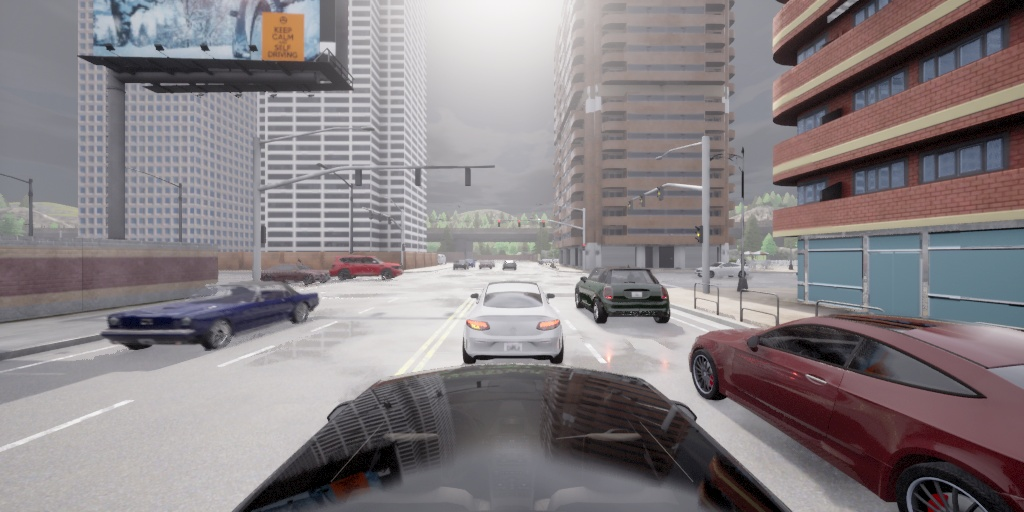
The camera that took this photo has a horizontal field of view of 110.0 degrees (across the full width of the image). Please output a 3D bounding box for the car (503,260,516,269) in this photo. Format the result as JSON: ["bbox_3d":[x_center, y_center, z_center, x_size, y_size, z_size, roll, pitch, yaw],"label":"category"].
[{"bbox_3d":[-0.368,1.313,54.698,1.994,1.385,4.181,0,0,0],"label":"car"}]

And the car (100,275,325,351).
[{"bbox_3d":[-7.056,1.351,9.158,1.895,1.301,4.718,0,0,1],"label":"car"}]

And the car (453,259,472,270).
[{"bbox_3d":[-7.498,1.228,52.970,1.882,1.535,5.008,0,0,0],"label":"car"}]

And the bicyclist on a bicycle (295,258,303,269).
[{"bbox_3d":[-25.974,1.051,43.748,0.582,1.620,1.656,0,0,0],"label":"bicyclist on a bicycle"}]

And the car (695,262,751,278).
[{"bbox_3d":[19.387,1.276,33.064,4.674,1.442,1.812,0,0,0],"label":"car"}]

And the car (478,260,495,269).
[{"bbox_3d":[-4.012,1.276,55.012,1.812,1.442,4.674,0,0,-1],"label":"car"}]

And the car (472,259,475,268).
[{"bbox_3d":[-7.549,1.228,62.991,1.882,1.535,5.008,0,0,0],"label":"car"}]

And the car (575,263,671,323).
[{"bbox_3d":[3.499,1.102,12.201,2.097,1.767,4.553,0,0,0],"label":"car"}]

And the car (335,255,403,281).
[{"bbox_3d":[-12.079,0.973,29.941,5.566,2.045,2.150,0,0,-9],"label":"car"}]

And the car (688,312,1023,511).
[{"bbox_3d":[3.580,1.276,3.482,1.812,1.442,4.674,0,0,0],"label":"car"}]

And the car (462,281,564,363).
[{"bbox_3d":[0.017,1.276,7.986,1.812,1.442,4.674,0,0,0],"label":"car"}]

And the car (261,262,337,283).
[{"bbox_3d":[-15.370,1.276,25.466,4.674,1.442,1.812,0,0,5],"label":"car"}]
